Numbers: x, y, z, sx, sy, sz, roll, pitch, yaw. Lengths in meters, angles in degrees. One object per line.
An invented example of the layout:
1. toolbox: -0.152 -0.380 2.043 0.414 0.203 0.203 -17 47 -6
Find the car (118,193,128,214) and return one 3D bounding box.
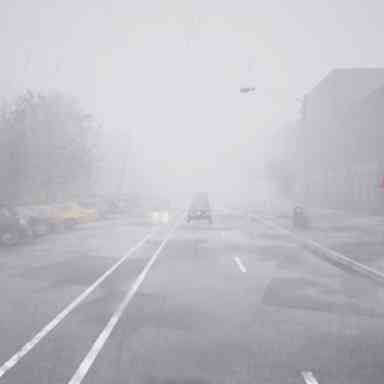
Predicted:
1. car: -8.817 1.289 31.764 4.553 1.767 2.185 -1 0 -18

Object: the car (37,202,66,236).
1. car: -9.235 1.472 16.950 4.892 1.521 2.231 -1 0 -19

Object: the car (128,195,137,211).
1. car: -8.704 1.398 34.738 5.008 1.535 2.097 -1 0 -18

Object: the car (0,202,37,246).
1. car: -9.268 1.351 13.986 4.553 1.767 2.185 -1 0 -19

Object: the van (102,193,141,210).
1. van: -8.624 1.136 40.607 4.442 1.987 1.878 -1 1 -18

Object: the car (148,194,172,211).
1. car: -3.378 1.381 38.262 2.128 1.511 4.902 0 0 2

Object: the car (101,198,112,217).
1. car: -8.995 1.472 25.840 4.792 1.488 2.163 -1 0 -18

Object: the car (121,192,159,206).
1. car: -8.176 1.021 52.467 5.566 2.045 2.435 -1 1 -18

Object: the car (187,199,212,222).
1. car: 0.582 1.502 25.581 2.033 1.411 5.357 0 0 2

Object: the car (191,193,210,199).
1. car: 1.109 1.077 42.994 2.150 2.045 5.566 0 0 2

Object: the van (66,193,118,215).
1. van: -8.987 1.205 28.769 4.442 1.987 1.878 -1 1 -18

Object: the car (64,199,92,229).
1. car: -8.974 1.458 19.981 5.366 1.575 1.946 -1 0 -18

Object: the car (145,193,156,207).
1. car: -8.165 1.311 46.640 5.366 1.575 1.946 -1 0 -18

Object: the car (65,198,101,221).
1. car: -9.238 1.453 22.831 5.366 1.575 1.946 -1 0 -18

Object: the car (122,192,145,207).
1. car: -8.637 1.129 37.680 5.566 2.045 2.435 -1 1 -18
